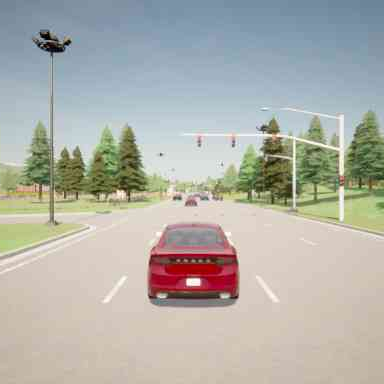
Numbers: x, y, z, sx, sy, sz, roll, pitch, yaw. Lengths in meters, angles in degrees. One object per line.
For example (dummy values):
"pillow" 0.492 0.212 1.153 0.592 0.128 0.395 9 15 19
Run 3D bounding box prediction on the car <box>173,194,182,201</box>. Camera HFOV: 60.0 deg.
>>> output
"car" -3.733 1.465 83.702 1.882 1.535 5.008 0 0 0

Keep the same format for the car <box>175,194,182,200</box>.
"car" -3.762 1.305 94.121 1.882 1.535 5.008 0 0 0

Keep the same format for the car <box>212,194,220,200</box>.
"car" 6.738 1.367 94.151 2.033 1.411 5.357 0 0 0

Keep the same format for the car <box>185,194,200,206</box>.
"car" -0.147 1.523 53.098 1.812 1.442 4.674 0 0 0

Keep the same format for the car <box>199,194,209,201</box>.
"car" 3.266 1.512 84.138 1.812 1.442 4.674 0 0 0

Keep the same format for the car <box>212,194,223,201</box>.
"car" 6.767 1.512 83.731 2.128 1.511 4.902 0 0 0

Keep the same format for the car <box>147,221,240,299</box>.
"car" 0.040 1.477 8.496 1.882 1.535 5.008 0 0 0

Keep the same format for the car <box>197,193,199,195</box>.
"car" 3.238 1.352 94.141 2.128 1.511 4.902 0 0 0
